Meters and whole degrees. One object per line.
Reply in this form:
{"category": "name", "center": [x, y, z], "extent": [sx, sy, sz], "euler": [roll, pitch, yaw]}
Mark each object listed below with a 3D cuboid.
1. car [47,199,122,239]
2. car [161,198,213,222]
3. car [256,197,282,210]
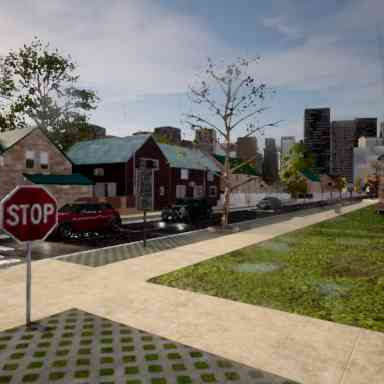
{"category": "car", "center": [-5.827, 1.279, 17.017], "extent": [2.097, 1.767, 4.553], "euler": [1, 1, 35]}
{"category": "car", "center": [-0.301, 1.229, 25.189], "extent": [2.097, 1.767, 4.553], "euler": [1, 1, 34]}
{"category": "car", "center": [9.242, 1.315, 39.403], "extent": [1.812, 1.442, 4.674], "euler": [1, 1, 34]}
